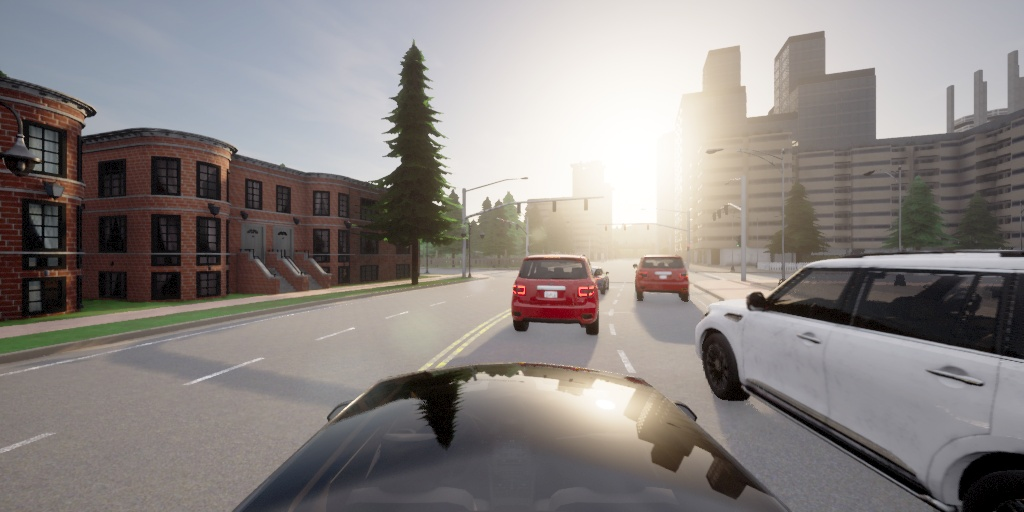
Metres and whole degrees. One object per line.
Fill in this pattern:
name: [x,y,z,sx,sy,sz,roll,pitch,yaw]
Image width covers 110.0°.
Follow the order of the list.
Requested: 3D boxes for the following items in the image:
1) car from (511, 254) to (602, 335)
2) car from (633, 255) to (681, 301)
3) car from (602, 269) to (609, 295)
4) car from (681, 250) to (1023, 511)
car: [1.493,0.971,10.806,2.150,2.045,5.566,0,0,13]
car: [7.183,0.971,17.475,2.150,2.045,5.566,0,0,19]
car: [4.361,1.276,20.000,1.812,1.442,4.674,0,0,19]
car: [3.813,0.974,3.189,2.150,2.045,5.566,0,0,3]
